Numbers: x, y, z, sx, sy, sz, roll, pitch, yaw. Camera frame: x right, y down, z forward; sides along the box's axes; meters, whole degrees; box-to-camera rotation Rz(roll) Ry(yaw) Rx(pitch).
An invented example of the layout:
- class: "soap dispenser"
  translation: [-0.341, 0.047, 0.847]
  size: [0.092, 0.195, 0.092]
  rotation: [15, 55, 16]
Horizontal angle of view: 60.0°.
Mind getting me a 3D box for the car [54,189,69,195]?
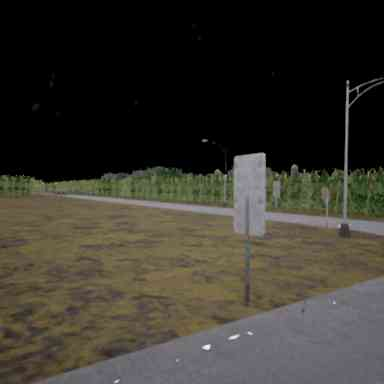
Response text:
- class: "car"
  translation: [-33.372, -0.042, 86.070]
  size: [2.128, 1.511, 4.902]
  rotation: [1, 0, -35]
